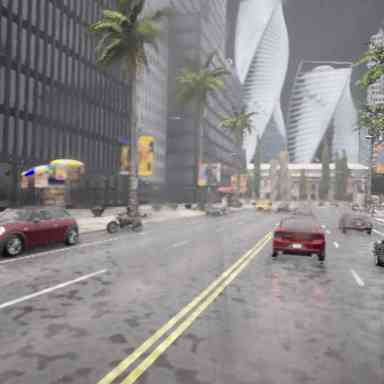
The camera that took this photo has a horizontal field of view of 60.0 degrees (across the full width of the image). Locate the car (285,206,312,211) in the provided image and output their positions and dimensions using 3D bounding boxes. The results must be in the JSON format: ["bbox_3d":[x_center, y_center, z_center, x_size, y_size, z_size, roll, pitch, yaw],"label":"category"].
[{"bbox_3d":[9.023,2.082,27.045,2.128,1.511,4.902,1,-1,20],"label":"car"}]

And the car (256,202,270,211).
[{"bbox_3d":[12.740,2.581,59.370,1.882,1.535,5.008,1,-1,20],"label":"car"}]

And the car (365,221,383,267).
[{"bbox_3d":[6.688,1.853,9.678,2.033,1.411,5.357,1,-1,20],"label":"car"}]

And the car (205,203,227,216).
[{"bbox_3d":[3.061,2.086,40.790,2.231,1.521,4.892,1,-1,19],"label":"car"}]

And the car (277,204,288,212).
[{"bbox_3d":[15.817,2.711,57.594,2.033,1.411,5.357,1,-1,20],"label":"car"}]

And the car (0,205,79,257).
[{"bbox_3d":[-6.556,1.346,13.043,2.185,1.767,4.553,1,-1,19],"label":"car"}]

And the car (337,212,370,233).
[{"bbox_3d":[11.594,2.167,23.849,2.033,1.411,5.357,1,-1,20],"label":"car"}]

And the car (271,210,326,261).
[{"bbox_3d":[4.504,1.779,13.970,1.882,1.535,5.008,1,-1,20],"label":"car"}]
